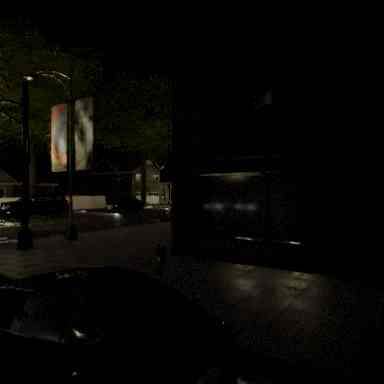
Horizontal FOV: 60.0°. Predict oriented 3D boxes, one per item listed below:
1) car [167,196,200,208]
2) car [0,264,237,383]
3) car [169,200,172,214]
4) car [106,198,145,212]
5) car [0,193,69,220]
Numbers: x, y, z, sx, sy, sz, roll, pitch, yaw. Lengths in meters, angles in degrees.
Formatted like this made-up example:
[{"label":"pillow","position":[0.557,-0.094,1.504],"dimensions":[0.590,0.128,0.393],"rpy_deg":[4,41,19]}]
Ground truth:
[{"label":"car","position":[-1.029,1.280,44.184],"dimensions":[1.837,1.490,4.892],"rpy_deg":[0,0,35]},{"label":"car","position":[-1.558,1.564,3.921],"dimensions":[4.313,1.339,1.947],"rpy_deg":[0,0,35]},{"label":"car","position":[-0.041,1.375,28.487],"dimensions":[1.812,1.442,4.674],"rpy_deg":[0,0,36]},{"label":"car","position":[-7.074,1.358,35.735],"dimensions":[1.812,1.442,4.674],"rpy_deg":[0,0,36]},{"label":"car","position":[-12.969,1.111,27.483],"dimensions":[2.150,2.045,5.566],"rpy_deg":[0,0,36]}]
